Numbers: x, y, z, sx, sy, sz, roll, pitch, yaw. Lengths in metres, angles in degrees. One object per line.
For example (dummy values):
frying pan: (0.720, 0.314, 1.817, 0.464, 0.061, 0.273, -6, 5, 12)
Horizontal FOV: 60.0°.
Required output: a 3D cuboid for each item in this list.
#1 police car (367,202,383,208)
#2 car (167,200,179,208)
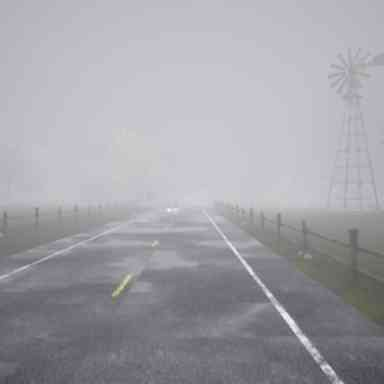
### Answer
police car: (43.543, 3.061, 77.578, 4.974, 1.542, 2.038, 1, 0, 0)
car: (-3.487, 2.191, 61.129, 2.128, 1.511, 4.902, 0, -1, 0)
